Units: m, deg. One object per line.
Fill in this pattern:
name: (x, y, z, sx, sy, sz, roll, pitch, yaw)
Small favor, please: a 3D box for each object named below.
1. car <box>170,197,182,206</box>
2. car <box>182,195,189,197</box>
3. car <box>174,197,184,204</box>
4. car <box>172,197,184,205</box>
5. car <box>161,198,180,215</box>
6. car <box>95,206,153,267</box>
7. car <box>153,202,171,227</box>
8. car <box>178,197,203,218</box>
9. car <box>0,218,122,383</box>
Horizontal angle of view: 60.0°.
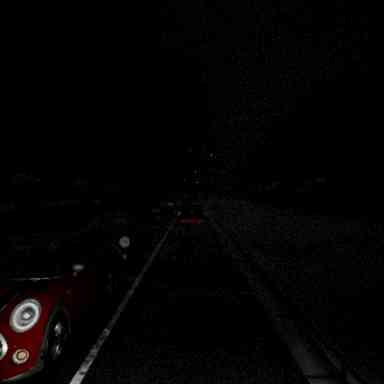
car: (-2.635, 1.663, 56.723, 1.887, 1.381, 4.507, 0, 0, 0)
car: (0.057, 1.429, 45.274, 2.097, 1.767, 4.553, 0, 0, 0)
car: (-2.634, 1.734, 68.100, 1.947, 1.339, 4.313, -1, 0, 0)
car: (-2.635, 1.693, 62.412, 2.008, 1.369, 4.403, -1, 0, 0)
car: (-2.638, 1.594, 33.968, 2.008, 1.369, 4.403, 0, 0, 0)
car: (-2.639, 1.445, 11.213, 1.967, 1.590, 4.097, 0, 0, 0)
car: (-2.639, 1.601, 22.591, 1.802, 1.307, 4.206, 0, 0, 0)
car: (0.012, 1.513, 30.611, 1.882, 1.535, 5.008, 0, 0, 0)
car: (-2.641, 1.441, 5.525, 1.967, 1.590, 4.097, 0, 0, 0)
